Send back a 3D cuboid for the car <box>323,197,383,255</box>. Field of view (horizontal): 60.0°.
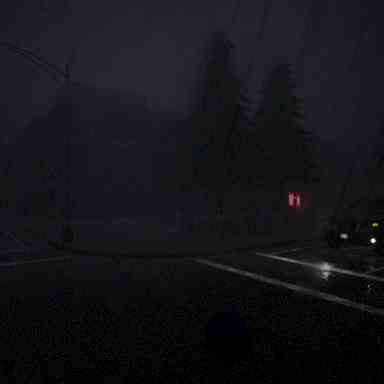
[{"bbox_3d":[7.745,1.248,13.719,5.566,2.045,2.150,0,0,-36],"label":"car"}]
